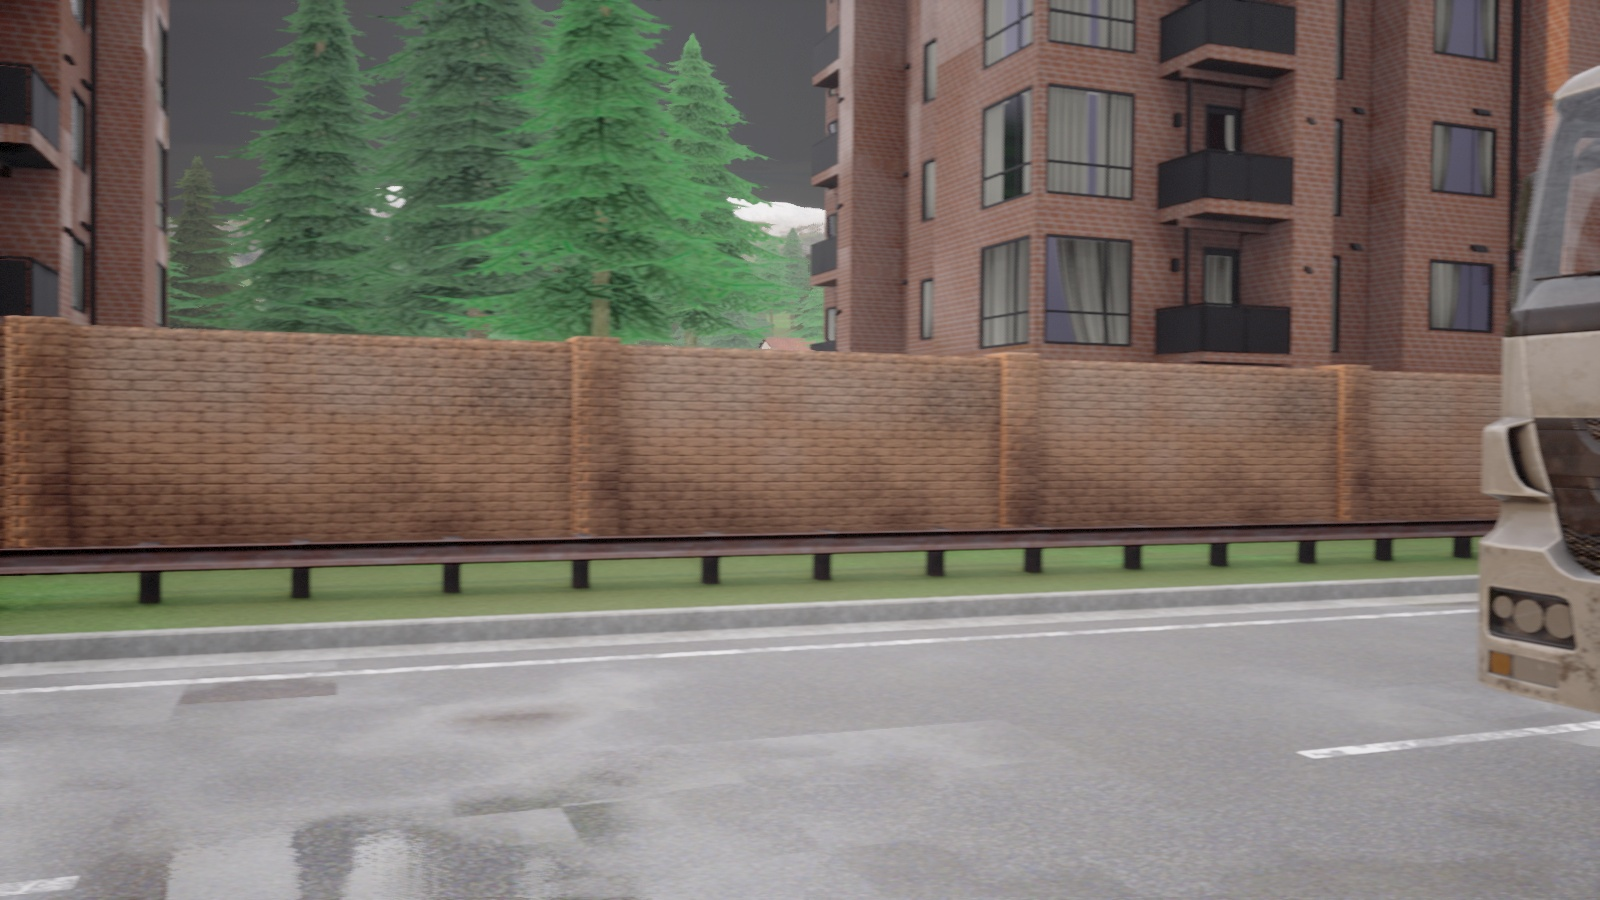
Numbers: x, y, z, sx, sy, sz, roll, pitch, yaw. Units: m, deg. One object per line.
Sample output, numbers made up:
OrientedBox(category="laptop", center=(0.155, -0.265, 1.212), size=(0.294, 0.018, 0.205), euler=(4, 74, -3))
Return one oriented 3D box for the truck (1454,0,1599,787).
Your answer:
OrientedBox(category="truck", center=(7.326, -0.361, 6.008), size=(7.936, 3.462, 2.891), euler=(-1, 1, -21))
